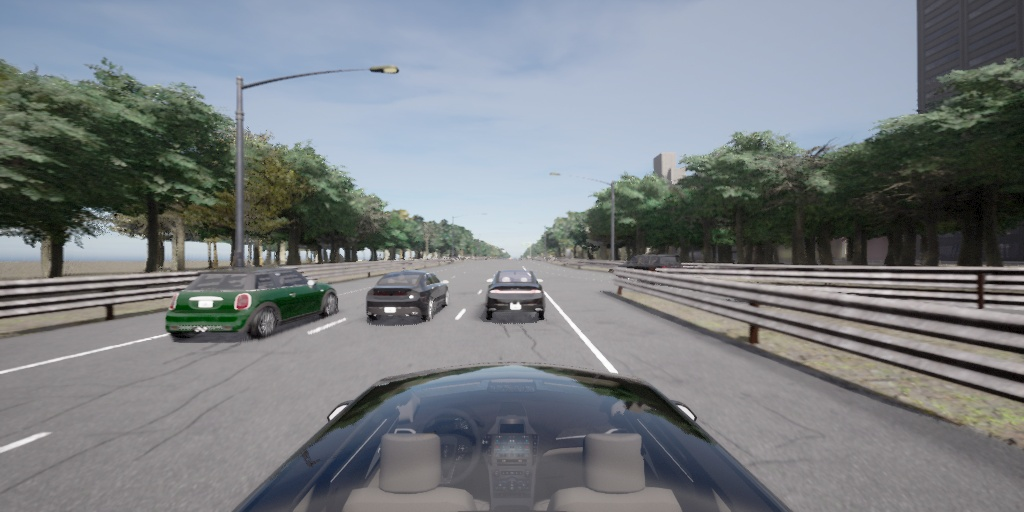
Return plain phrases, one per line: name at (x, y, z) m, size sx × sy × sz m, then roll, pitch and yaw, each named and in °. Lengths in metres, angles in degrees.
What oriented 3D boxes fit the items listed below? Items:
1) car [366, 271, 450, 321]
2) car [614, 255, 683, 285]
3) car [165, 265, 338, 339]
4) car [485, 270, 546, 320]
car at (-3.395, 1.244, 12.413) m, size 1.837 × 1.490 × 4.892 m, roll 0°, pitch 0°, yaw 0°
car at (9.721, 0.940, 25.868) m, size 2.150 × 2.045 × 5.566 m, roll 0°, pitch 0°, yaw -20°
car at (-6.894, 1.097, 10.198) m, size 2.097 × 1.767 × 4.553 m, roll 0°, pitch 0°, yaw 0°
car at (0.104, 1.230, 12.612) m, size 2.128 × 1.511 × 4.902 m, roll 0°, pitch 0°, yaw 0°
